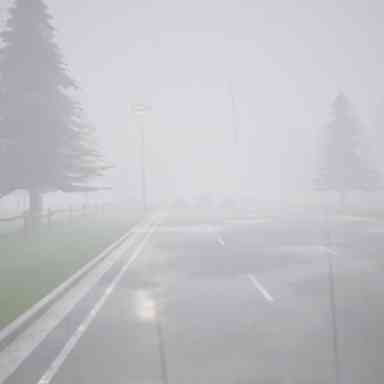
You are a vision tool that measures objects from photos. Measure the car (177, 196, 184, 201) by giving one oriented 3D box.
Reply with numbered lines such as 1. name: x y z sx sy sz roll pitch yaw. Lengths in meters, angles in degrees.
1. car: -3.114 1.650 88.325 1.895 1.301 4.718 -1 0 -2

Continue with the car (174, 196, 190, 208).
1. car: -1.690 1.594 49.756 1.994 1.385 4.181 -1 0 -2

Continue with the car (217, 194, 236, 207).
1. car: 5.311 1.353 49.468 1.837 1.490 4.892 -2 1 -2

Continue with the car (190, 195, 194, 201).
1. car: 0.413 1.463 87.537 1.837 1.490 4.892 -1 0 -2

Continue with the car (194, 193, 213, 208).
1. car: 1.828 1.161 48.573 2.150 2.045 5.566 -2 0 -2

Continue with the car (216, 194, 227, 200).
1. car: 7.490 1.304 85.493 2.128 1.511 4.902 -1 0 -2

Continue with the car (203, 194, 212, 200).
1. car: 3.958 1.349 86.311 1.882 1.535 5.008 -1 0 -2

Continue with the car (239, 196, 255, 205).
1. car: 8.690 1.283 52.495 1.812 1.442 4.674 -1 0 -2
